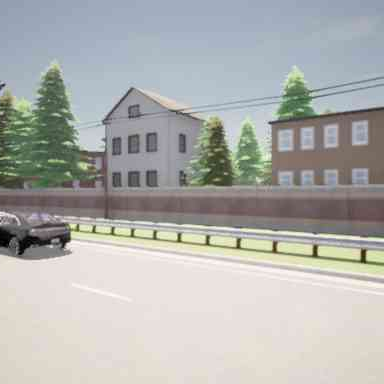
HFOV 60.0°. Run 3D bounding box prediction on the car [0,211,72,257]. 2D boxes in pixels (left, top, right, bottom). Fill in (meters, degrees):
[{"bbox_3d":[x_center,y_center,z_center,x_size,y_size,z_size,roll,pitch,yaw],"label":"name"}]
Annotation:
[{"bbox_3d":[-6.727,1.499,13.025,4.902,1.511,2.128,0,0,36],"label":"car"}]
